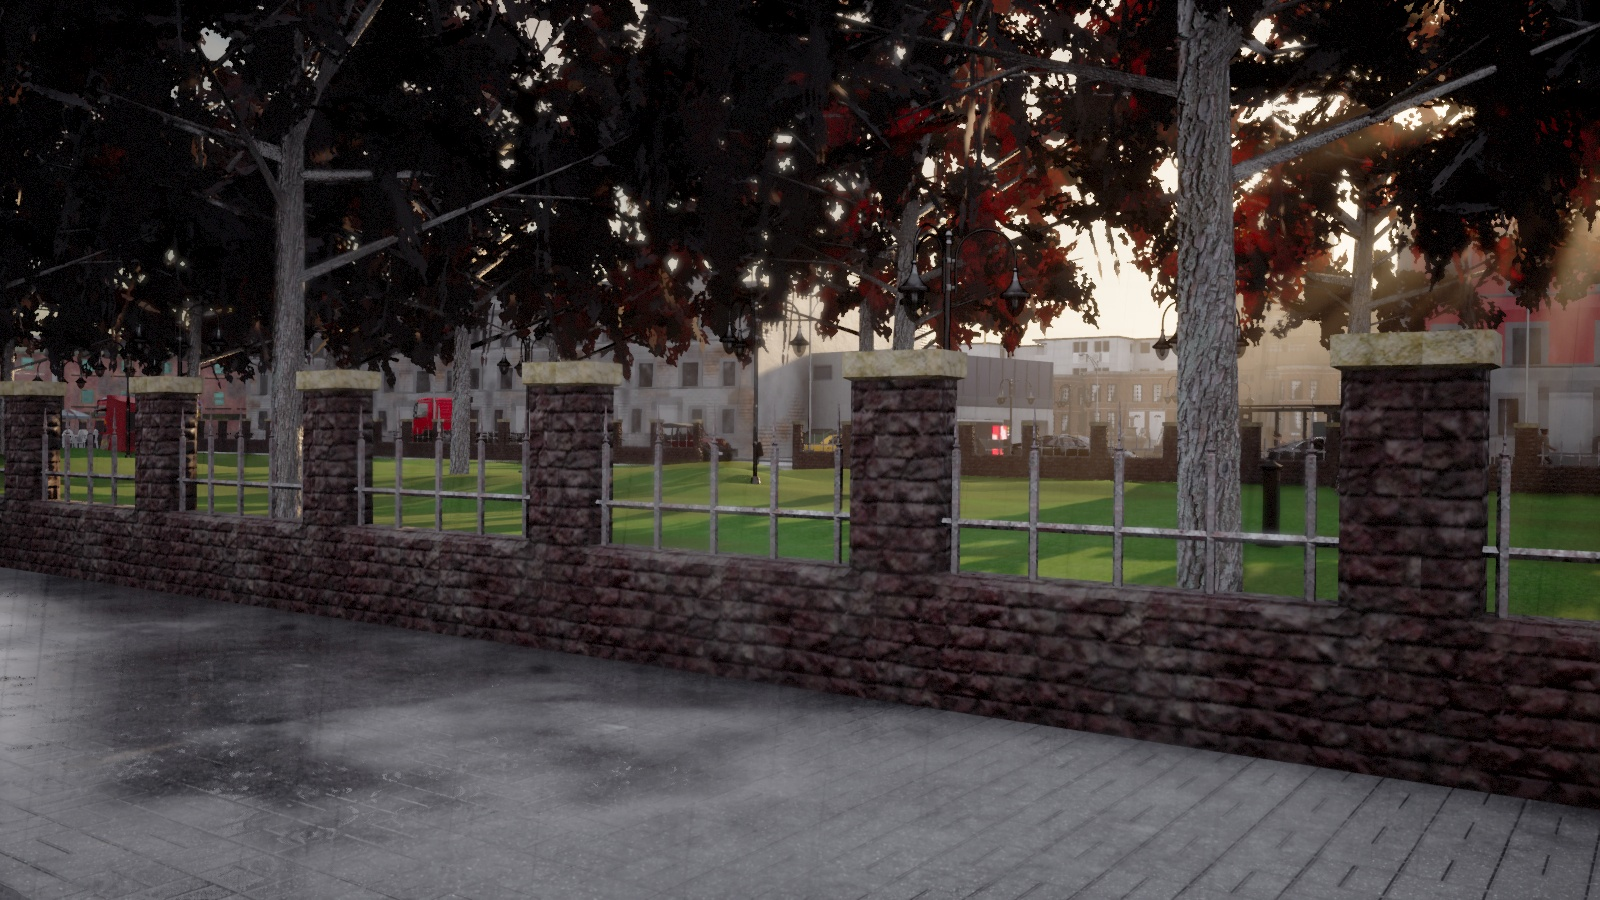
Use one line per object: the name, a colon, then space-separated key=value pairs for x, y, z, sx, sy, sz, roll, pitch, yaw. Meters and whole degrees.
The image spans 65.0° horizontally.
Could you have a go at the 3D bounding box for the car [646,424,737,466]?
car: x=-5.026 y=-0.223 z=58.269 sx=3.866 sy=1.878 sz=1.905 roll=0 pitch=1 yaw=35

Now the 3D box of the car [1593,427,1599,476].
car: x=25.908 y=0.024 z=36.535 sx=4.674 sy=1.442 sz=1.812 roll=0 pitch=1 yaw=36

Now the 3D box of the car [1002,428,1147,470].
car: x=10.341 y=-0.054 z=47.469 sx=4.902 sy=1.511 sz=2.128 roll=0 pitch=1 yaw=35

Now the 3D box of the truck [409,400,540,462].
truck: x=-18.963 y=-1.074 z=72.916 sx=7.936 sy=3.462 sz=2.891 roll=0 pitch=1 yaw=35

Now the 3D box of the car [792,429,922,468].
car: x=2.360 y=-0.076 z=53.081 sx=5.366 sy=1.575 sz=1.801 roll=0 pitch=1 yaw=35

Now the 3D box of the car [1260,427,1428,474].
car: x=18.149 y=-0.001 z=41.978 sx=4.892 sy=1.490 sz=1.837 roll=0 pitch=1 yaw=35

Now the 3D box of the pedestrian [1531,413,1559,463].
pedestrian: x=27.187 y=-0.431 z=45.816 sx=0.869 sy=1.805 sz=0.328 roll=0 pitch=1 yaw=26
